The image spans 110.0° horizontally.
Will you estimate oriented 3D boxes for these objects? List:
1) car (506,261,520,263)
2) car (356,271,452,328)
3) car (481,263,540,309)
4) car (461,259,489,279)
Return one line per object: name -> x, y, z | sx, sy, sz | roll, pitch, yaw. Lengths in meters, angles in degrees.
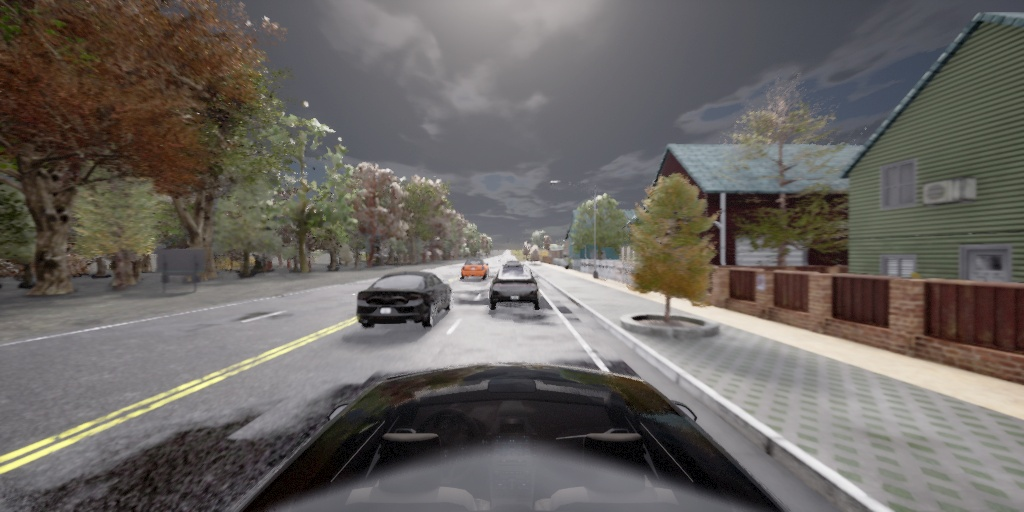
car -> 0.098, 1.198, 33.521 | 1.837, 1.490, 4.892 | 0, 0, 0
car -> -3.151, 1.216, 11.420 | 1.882, 1.535, 5.008 | 0, 0, 0
car -> 0.099, 1.224, 14.749 | 2.128, 1.511, 4.902 | 0, 0, 0
car -> -3.151, 1.050, 31.248 | 2.097, 1.767, 4.553 | 0, 0, 0
